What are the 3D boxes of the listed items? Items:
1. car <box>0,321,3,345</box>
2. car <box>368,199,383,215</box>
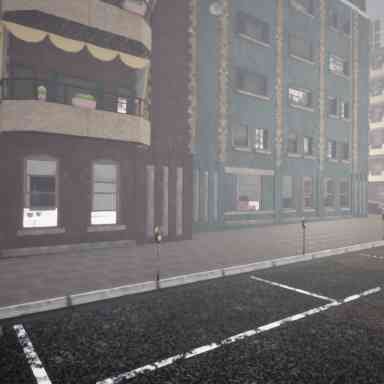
[{"bbox_3d":[-4.210,1.566,3.086,4.313,1.339,1.947,0,1,-35],"label":"car"},{"bbox_3d":[16.127,1.240,32.629,2.192,1.841,5.009,1,0,-36],"label":"car"}]
